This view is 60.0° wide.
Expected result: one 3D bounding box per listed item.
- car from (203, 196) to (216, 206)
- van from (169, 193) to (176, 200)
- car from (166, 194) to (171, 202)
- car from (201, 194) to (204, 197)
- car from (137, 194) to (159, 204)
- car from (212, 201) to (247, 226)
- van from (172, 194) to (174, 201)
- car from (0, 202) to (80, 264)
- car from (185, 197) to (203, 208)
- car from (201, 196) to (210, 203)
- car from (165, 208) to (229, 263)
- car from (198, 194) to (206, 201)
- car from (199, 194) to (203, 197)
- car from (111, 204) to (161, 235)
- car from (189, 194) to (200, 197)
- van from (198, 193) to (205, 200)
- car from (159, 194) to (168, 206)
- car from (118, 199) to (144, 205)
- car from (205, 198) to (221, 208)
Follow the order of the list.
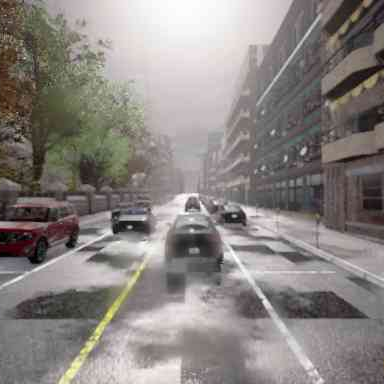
[{"bbox_3d":[2.696,1.436,39.704,1.967,1.590,4.097,1,0,0],"label":"car"},{"bbox_3d":[-5.662,1.334,94.937,1.690,1.788,3.998,1,0,0],"label":"van"},{"bbox_3d":[-5.687,1.309,61.796,2.192,1.841,5.009,1,0,0],"label":"car"},{"bbox_3d":[2.692,1.520,50.921,1.752,1.417,4.829,1,0,0],"label":"car"},{"bbox_3d":[-5.681,1.311,39.702,2.192,1.841,5.009,1,0,0],"label":"car"},{"bbox_3d":[2.697,1.564,23.133,1.947,1.339,4.313,1,0,0],"label":"car"},{"bbox_3d":[-5.700,1.334,78.366,1.690,1.788,3.998,1,0,0],"label":"van"},{"bbox_3d":[-5.675,1.314,12.085,2.192,1.841,5.009,1,0,0],"label":"car"},{"bbox_3d":[0.090,1.596,41.397,1.895,1.301,4.718,0,0,0],"label":"car"},{"bbox_3d":[2.688,1.519,67.491,1.752,1.417,4.829,1,0,0],"label":"car"},{"bbox_3d":[0.044,1.524,11.833,1.812,1.442,4.674,0,0,-1],"label":"car"},{"bbox_3d":[2.654,1.434,89.414,1.967,1.590,4.097,1,0,0],"label":"car"},{"bbox_3d":[2.692,1.435,56.275,1.967,1.590,4.097,1,0,0],"label":"car"},{"bbox_3d":[-3.099,1.562,18.535,1.994,1.385,4.181,0,0,0],"label":"car"},{"bbox_3d":[0.085,1.471,65.242,1.882,1.535,5.008,0,0,0],"label":"car"},{"bbox_3d":[2.652,1.335,94.938,1.690,1.788,3.998,1,0,0],"label":"van"},{"bbox_3d":[-5.689,1.539,56.273,1.887,1.381,4.507,1,0,0],"label":"car"},{"bbox_3d":[-5.683,1.563,28.655,1.947,1.339,4.313,1,0,0],"label":"car"},{"bbox_3d":[2.695,1.562,34.181,1.947,1.339,4.313,1,0,0],"label":"car"}]
